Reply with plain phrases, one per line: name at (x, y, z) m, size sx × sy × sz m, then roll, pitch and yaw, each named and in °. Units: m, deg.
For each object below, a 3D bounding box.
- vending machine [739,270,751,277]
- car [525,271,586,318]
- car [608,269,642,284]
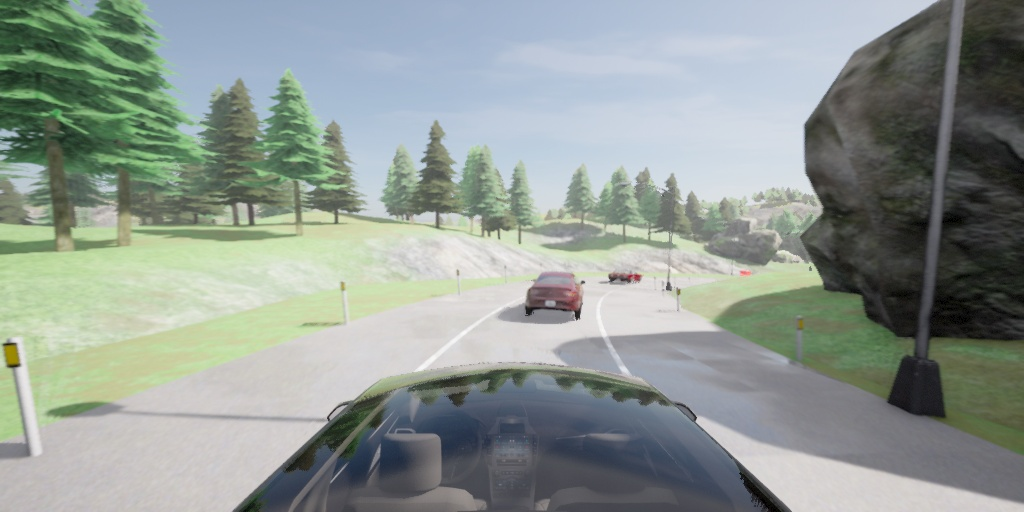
vending machine at (27.921, 2.707, 43.362) m, size 0.880 × 2.100 × 1.100 m, roll 0°, pitch 0°, yaw -33°
car at (1.642, 1.271, 12.969) m, size 1.812 × 1.442 × 4.674 m, roll 1°, pitch 0°, yaw 12°
car at (10.494, 1.840, 32.913) m, size 1.895 × 1.301 × 4.718 m, roll 4°, pitch 0°, yaw 35°
